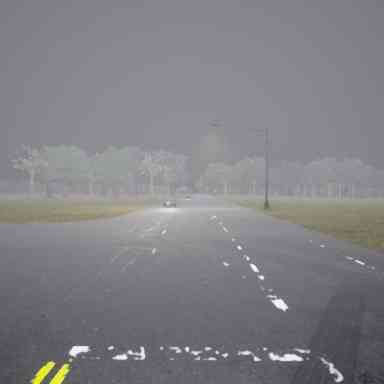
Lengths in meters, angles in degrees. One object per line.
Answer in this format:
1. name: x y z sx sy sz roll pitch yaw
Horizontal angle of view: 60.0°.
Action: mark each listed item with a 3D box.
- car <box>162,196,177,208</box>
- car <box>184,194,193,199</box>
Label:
1. car: -3.069 1.361 46.027 2.128 1.511 4.902 0 0 0
2. car: -1.029 1.268 89.825 1.895 1.301 4.718 0 0 8
